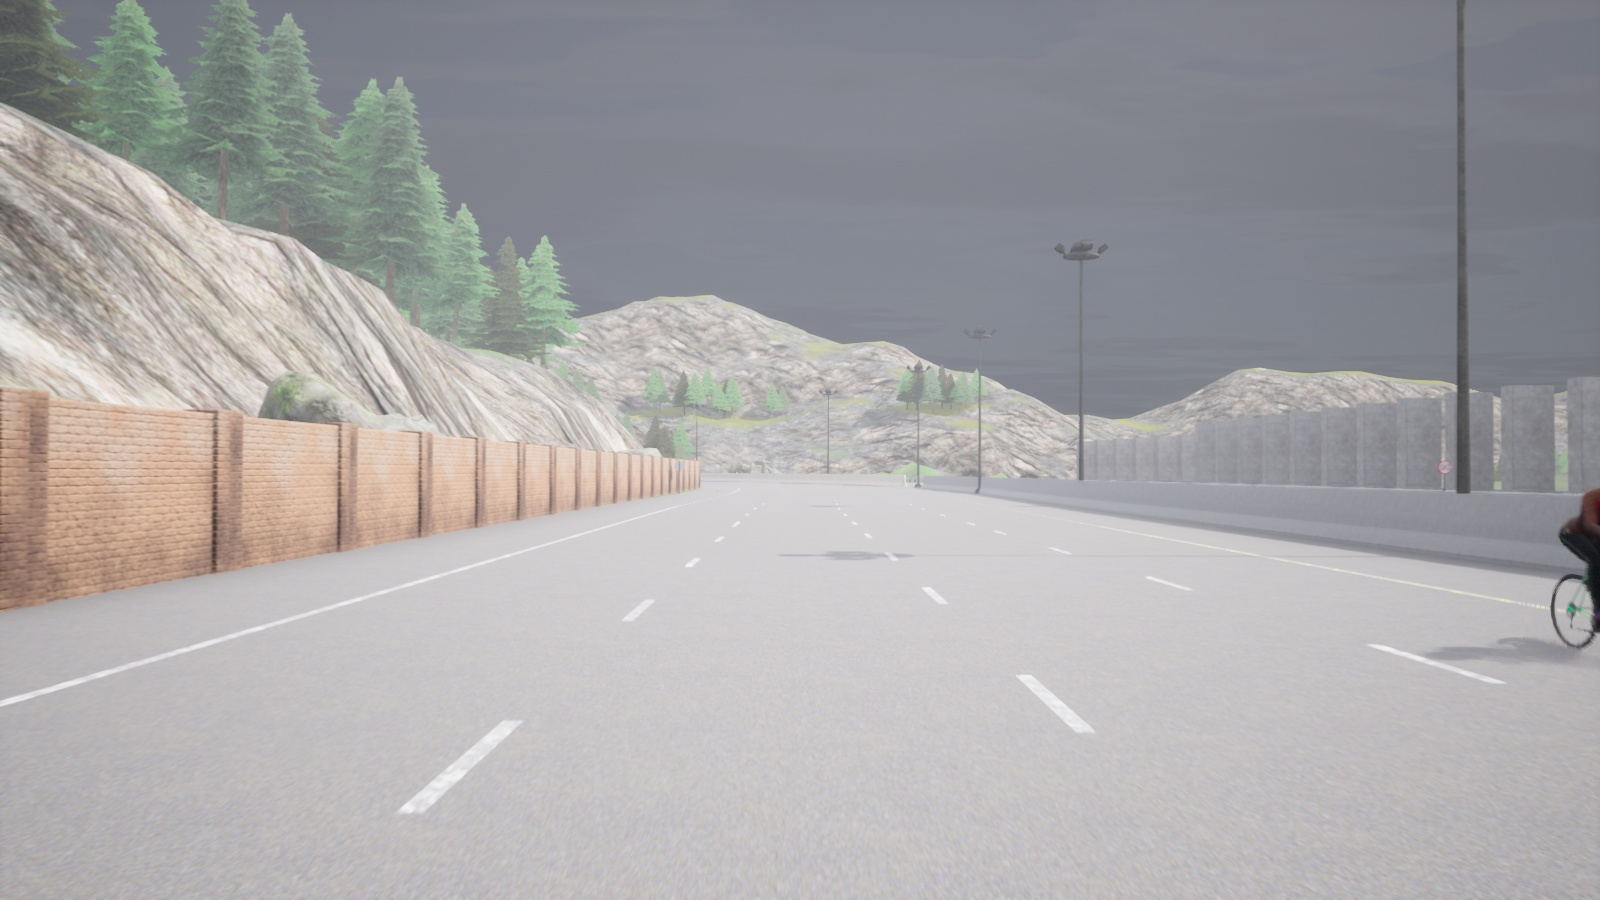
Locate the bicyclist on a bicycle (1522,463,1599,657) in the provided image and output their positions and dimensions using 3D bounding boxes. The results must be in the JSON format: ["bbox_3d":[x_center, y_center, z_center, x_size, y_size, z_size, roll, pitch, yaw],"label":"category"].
[{"bbox_3d":[6.971,0.920,10.771,0.582,1.620,1.656,0,0,0],"label":"bicyclist on a bicycle"}]
